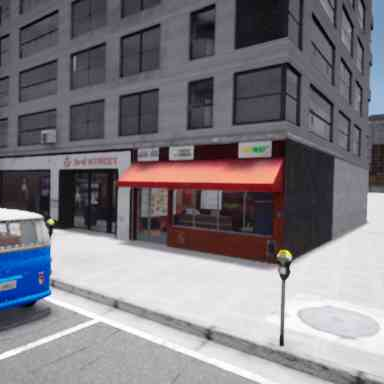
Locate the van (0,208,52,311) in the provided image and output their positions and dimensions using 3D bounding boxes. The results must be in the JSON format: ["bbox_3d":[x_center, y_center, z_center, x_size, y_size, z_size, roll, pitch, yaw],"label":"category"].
[{"bbox_3d":[-4.312,1.141,6.155,3.998,1.788,1.690,2,1,35],"label":"van"}]
